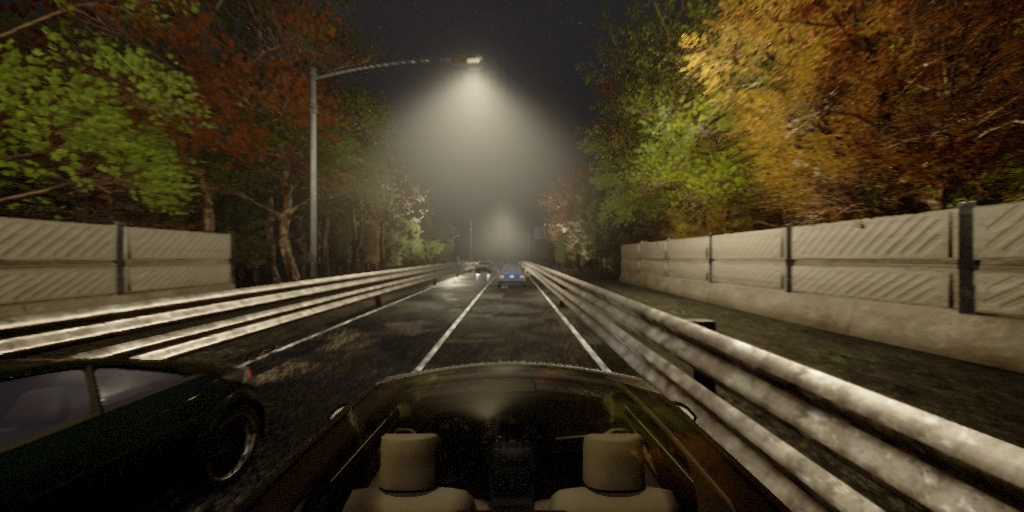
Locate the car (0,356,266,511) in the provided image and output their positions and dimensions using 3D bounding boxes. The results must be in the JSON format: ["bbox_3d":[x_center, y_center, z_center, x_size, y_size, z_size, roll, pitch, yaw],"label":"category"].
[{"bbox_3d":[-3.348,1.313,1.709,1.994,1.385,4.181,0,0,0],"label":"car"}]

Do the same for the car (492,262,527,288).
[{"bbox_3d":[0.004,1.241,23.300,2.033,1.411,5.357,0,0,0],"label":"car"}]

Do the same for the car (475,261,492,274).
[{"bbox_3d":[-3.322,1.347,43.081,2.033,1.411,5.357,0,-1,0],"label":"car"}]
